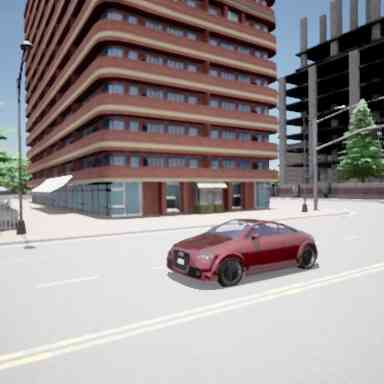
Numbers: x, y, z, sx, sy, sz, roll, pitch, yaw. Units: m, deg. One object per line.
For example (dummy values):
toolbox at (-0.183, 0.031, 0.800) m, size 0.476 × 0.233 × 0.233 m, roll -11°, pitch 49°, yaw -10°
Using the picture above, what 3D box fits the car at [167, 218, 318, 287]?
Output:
car at (1.423, 1.431, 8.955) m, size 4.181 × 1.385 × 1.994 m, roll -1°, pitch 1°, yaw -32°
